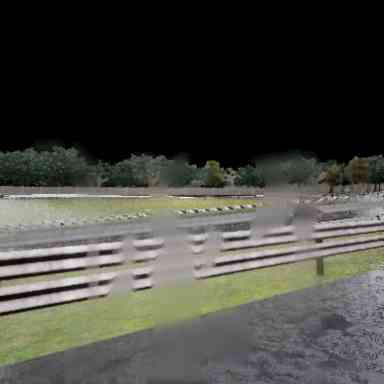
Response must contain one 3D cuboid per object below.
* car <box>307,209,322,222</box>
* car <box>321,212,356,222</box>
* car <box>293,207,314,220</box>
[{"bbox_3d":[22.100,4.035,55.964,4.181,1.385,1.994,-3,2,-25],"label":"car"},{"bbox_3d":[23.600,4.045,52.801,5.357,1.411,2.033,-3,2,-25],"label":"car"},{"bbox_3d":[20.604,3.650,59.125,5.566,2.045,2.150,-3,2,-25],"label":"car"}]
